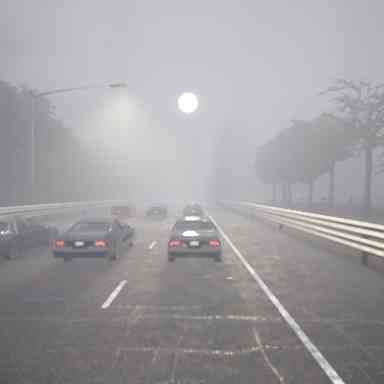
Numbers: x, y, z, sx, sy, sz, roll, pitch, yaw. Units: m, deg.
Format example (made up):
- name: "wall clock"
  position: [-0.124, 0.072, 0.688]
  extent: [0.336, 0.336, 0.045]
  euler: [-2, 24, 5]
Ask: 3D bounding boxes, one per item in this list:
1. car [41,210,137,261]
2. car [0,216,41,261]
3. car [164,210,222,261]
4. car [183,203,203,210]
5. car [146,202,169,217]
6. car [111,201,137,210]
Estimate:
- name: "car"
  position: [-3.413, 1.637, 12.620]
  extent: [2.033, 1.411, 5.357]
  euler: [0, 0, 0]
- name: "car"
  position: [-6.913, 1.637, 12.636]
  extent: [2.033, 1.411, 5.357]
  euler: [0, 0, 0]
- name: "car"
  position: [0.087, 1.637, 12.658]
  extent: [2.033, 1.411, 5.357]
  euler: [0, 0, 0]
- name: "car"
  position: [0.098, 1.786, 33.176]
  extent: [1.994, 1.385, 4.181]
  euler: [0, 0, 0]
- name: "car"
  position: [-3.400, 1.750, 33.605]
  extent: [1.812, 1.442, 4.674]
  euler: [0, 0, 0]
- name: "car"
  position: [-6.900, 1.705, 34.039]
  extent: [1.882, 1.535, 5.008]
  euler: [0, 0, 0]
